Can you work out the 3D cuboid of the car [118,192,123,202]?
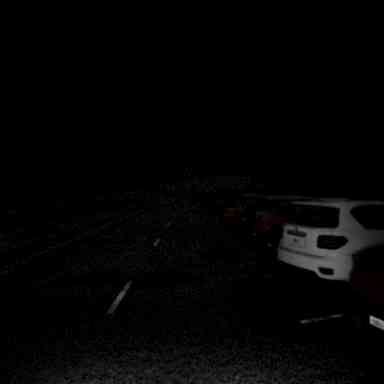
[{"bbox_3d":[-14.721,1.187,56.422,4.674,1.452,2.002,-1,1,-24],"label":"car"}]

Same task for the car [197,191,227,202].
[{"bbox_3d":[4.107,0.908,47.344,5.566,2.045,2.435,1,1,-23],"label":"car"}]

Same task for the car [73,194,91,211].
[{"bbox_3d":[-13.725,1.306,35.702,4.792,1.488,2.163,-1,1,-21],"label":"car"}]

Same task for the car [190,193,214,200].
[{"bbox_3d":[2.279,1.010,74.443,4.792,1.488,2.163,0,0,-26],"label":"car"}]

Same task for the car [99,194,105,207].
[{"bbox_3d":[-13.894,1.238,41.639,5.008,1.535,2.097,-1,1,-22],"label":"car"}]

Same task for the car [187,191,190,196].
[{"bbox_3d":[2.225,0.990,71.382,5.366,1.575,1.946,0,1,-26],"label":"car"}]

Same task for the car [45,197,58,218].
[{"bbox_3d":[-13.486,1.206,26.837,4.553,1.767,2.185,-1,1,-21],"label":"car"}]

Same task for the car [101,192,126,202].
[{"bbox_3d":[-15.397,0.965,65.290,4.553,1.767,2.185,-1,1,-25],"label":"car"}]

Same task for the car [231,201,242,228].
[{"bbox_3d":[4.780,1.398,17.198,4.792,1.488,2.163,1,0,-20],"label":"car"}]

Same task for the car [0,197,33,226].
[{"bbox_3d":[-13.289,1.364,20.960,5.366,1.575,1.946,-1,0,-20],"label":"car"}]

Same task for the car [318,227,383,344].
[{"bbox_3d":[4.757,1.447,5.155,5.008,1.535,2.097,1,1,-20],"label":"car"}]

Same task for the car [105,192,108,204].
[{"bbox_3d":[-14.063,1.095,44.589,4.553,1.767,2.185,-1,0,-22],"label":"car"}]

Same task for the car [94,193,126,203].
[{"bbox_3d":[-15.344,1.110,62.250,5.366,1.575,1.946,-1,1,-24],"label":"car"}]

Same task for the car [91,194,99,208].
[{"bbox_3d":[-13.762,1.286,38.697,4.792,1.488,2.163,-1,0,-22],"label":"car"}]

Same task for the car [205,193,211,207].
[{"bbox_3d":[4.476,1.223,38.307,5.008,1.535,2.097,1,0,-22],"label":"car"}]

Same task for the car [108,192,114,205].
[{"bbox_3d":[-14.347,1.202,47.480,5.366,1.575,1.946,-1,1,-23],"label":"car"}]

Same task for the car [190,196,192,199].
[{"bbox_3d":[2.703,0.890,68.467,4.553,1.767,2.185,0,1,-25],"label":"car"}]

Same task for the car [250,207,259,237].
[{"bbox_3d":[4.759,1.408,11.165,5.008,1.535,2.097,1,1,-20],"label":"car"}]

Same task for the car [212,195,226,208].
[{"bbox_3d":[4.663,1.287,29.242,4.892,1.521,2.231,1,0,-21],"label":"car"}]

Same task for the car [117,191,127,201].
[{"bbox_3d":[-14.775,1.122,59.456,5.366,1.575,1.946,-1,0,-24],"label":"car"}]

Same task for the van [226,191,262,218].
[{"bbox_3d":[4.641,1.121,20.152,4.442,1.987,1.878,1,1,-20],"label":"van"}]

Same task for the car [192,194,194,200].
[{"bbox_3d":[3.185,1.057,62.436,4.892,1.521,2.231,1,1,-25],"label":"car"}]

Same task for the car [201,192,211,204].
[{"bbox_3d":[4.270,1.181,44.341,5.008,1.535,2.097,1,1,-23],"label":"car"}]

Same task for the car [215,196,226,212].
[{"bbox_3d":[4.720,1.307,26.224,5.008,1.535,2.097,1,1,-21],"label":"car"}]

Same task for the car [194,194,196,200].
[{"bbox_3d":[3.398,1.117,59.426,4.674,1.452,2.002,0,0,-24],"label":"car"}]

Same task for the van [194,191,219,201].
[{"bbox_3d":[2.833,0.809,65.394,4.442,1.987,1.878,0,1,-25],"label":"van"}]

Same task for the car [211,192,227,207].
[{"bbox_3d":[4.604,1.139,32.261,4.553,1.767,2.185,1,0,-21],"label":"car"}]

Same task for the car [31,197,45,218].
[{"bbox_3d":[-13.476,1.352,23.861,4.892,1.521,2.231,-1,1,-20],"label":"car"}]

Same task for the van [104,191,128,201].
[{"bbox_3d":[-15.596,0.845,68.277,4.442,1.987,1.878,-1,0,-25],"label":"van"}]

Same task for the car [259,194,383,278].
[{"bbox_3d":[4.782,1.177,8.172,5.566,2.045,2.435,1,0,-20],"label":"car"}]

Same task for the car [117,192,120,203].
[{"bbox_3d":[-14.519,1.205,53.468,4.674,1.452,2.002,-1,1,-23],"label":"car"}]

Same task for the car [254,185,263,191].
[{"bbox_3d":[16.912,-0.389,86.624,2.002,1.452,4.674,-7,4,-30],"label":"car"}]

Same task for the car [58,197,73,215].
[{"bbox_3d":[-13.550,1.313,29.794,5.008,1.535,2.097,-1,1,-21],"label":"car"}]

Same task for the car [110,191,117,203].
[{"bbox_3d":[-14.314,1.057,50.521,4.553,1.767,2.185,-1,1,-23],"label":"car"}]

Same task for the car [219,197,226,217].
[{"bbox_3d":[4.905,1.326,23.281,5.366,1.575,1.946,1,0,-20],"label":"car"}]

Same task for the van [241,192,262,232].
[{"bbox_3d":[4.651,1.161,14.127,4.442,1.987,1.878,1,1,-20],"label":"van"}]
